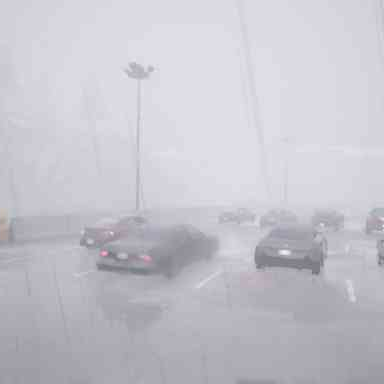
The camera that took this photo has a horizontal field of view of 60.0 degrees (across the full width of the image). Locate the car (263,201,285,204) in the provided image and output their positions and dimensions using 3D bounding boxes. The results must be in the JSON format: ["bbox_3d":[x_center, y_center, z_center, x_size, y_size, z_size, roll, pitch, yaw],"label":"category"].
[{"bbox_3d":[15.755,2.394,61.335,2.128,1.511,4.902,0,-1,44],"label":"car"}]

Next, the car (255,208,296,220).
[{"bbox_3d":[6.677,1.941,25.491,1.994,1.385,4.181,0,-1,30],"label":"car"}]

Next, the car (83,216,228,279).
[{"bbox_3d":[-0.724,1.674,10.597,2.033,1.411,5.357,0,-1,24],"label":"car"}]

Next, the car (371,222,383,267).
[{"bbox_3d":[6.413,1.775,9.401,1.895,1.301,4.718,0,-1,24],"label":"car"}]

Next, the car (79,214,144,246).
[{"bbox_3d":[-2.817,1.681,14.443,1.812,1.442,4.674,0,-1,24],"label":"car"}]

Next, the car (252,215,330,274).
[{"bbox_3d":[3.495,1.739,11.419,1.994,1.385,4.181,0,-1,24],"label":"car"}]

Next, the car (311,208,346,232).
[{"bbox_3d":[9.595,1.884,23.557,1.837,1.490,4.892,0,0,30],"label":"car"}]

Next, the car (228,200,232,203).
[{"bbox_3d":[8.785,2.437,69.268,1.837,1.490,4.892,0,-1,43],"label":"car"}]

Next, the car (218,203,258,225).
[{"bbox_3d":[3.724,1.899,27.376,1.812,1.442,4.674,0,-1,30],"label":"car"}]

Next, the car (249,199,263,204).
[{"bbox_3d":[13.435,2.472,63.989,1.994,1.385,4.181,0,-1,43],"label":"car"}]

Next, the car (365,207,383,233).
[{"bbox_3d":[12.645,1.734,21.837,2.097,1.767,4.553,0,-1,30],"label":"car"}]

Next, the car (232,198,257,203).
[{"bbox_3d":[11.145,2.147,66.672,2.150,2.045,5.566,0,-1,43],"label":"car"}]
